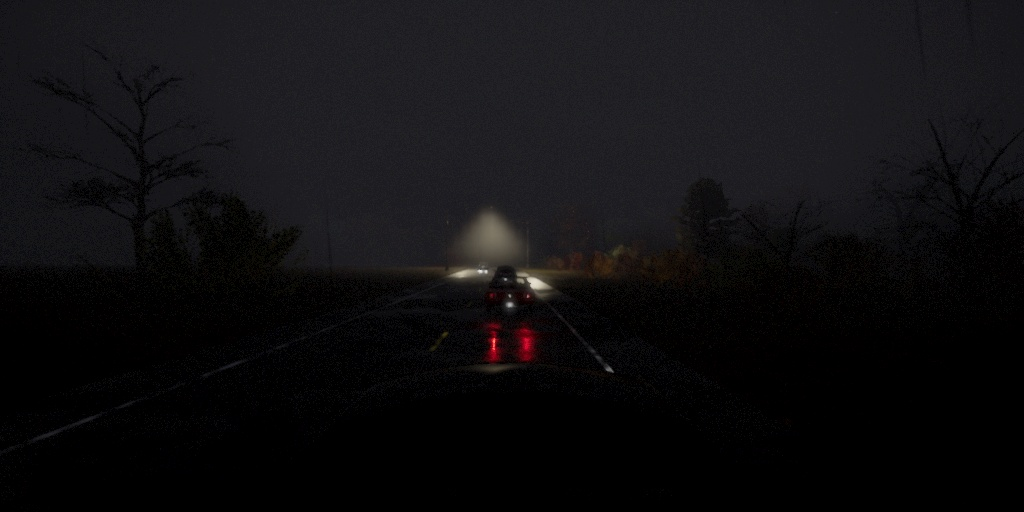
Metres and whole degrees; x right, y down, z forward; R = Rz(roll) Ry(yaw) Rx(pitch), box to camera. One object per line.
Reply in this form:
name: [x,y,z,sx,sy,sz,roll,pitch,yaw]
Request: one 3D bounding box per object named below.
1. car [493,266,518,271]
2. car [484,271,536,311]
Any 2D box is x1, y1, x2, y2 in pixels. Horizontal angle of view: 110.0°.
car: [-0.543,1.543,30.430,1.837,1.490,4.892,0,0,-1]
car: [-0.107,1.490,15.164,1.895,1.301,4.718,0,-1,-1]
